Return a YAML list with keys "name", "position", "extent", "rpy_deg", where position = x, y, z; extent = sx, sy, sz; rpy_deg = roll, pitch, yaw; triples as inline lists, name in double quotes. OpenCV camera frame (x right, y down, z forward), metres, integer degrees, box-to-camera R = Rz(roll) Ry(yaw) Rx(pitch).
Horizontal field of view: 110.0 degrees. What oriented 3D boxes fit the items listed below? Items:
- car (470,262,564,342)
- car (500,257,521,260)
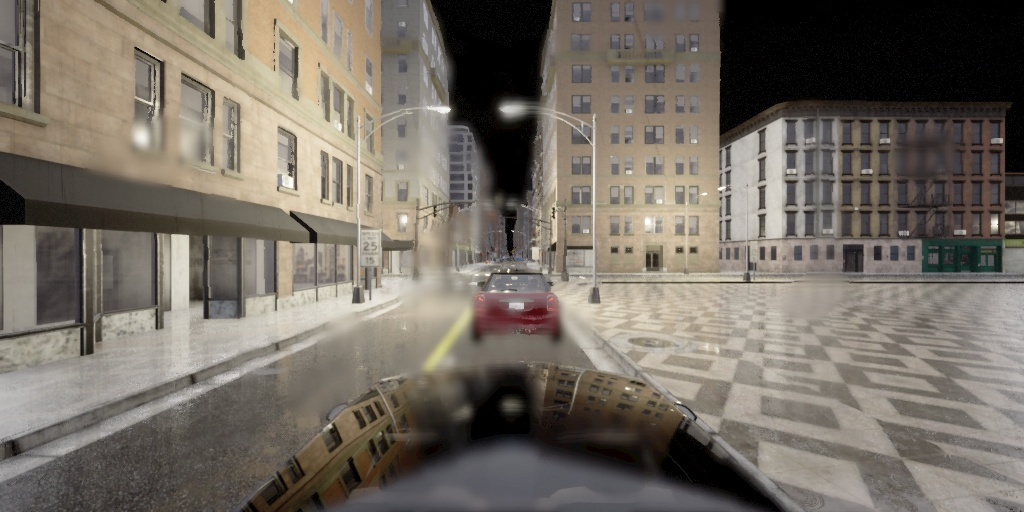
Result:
- name: "car"
  position: [0.112, 1.102, 9.885]
  extent: [2.097, 1.767, 4.553]
  rpy_deg: [0, 0, 0]
- name: "car"
  position: [0.073, 1.101, 19.701]
  extent: [2.097, 1.767, 4.553]
  rpy_deg: [0, 0, -1]
